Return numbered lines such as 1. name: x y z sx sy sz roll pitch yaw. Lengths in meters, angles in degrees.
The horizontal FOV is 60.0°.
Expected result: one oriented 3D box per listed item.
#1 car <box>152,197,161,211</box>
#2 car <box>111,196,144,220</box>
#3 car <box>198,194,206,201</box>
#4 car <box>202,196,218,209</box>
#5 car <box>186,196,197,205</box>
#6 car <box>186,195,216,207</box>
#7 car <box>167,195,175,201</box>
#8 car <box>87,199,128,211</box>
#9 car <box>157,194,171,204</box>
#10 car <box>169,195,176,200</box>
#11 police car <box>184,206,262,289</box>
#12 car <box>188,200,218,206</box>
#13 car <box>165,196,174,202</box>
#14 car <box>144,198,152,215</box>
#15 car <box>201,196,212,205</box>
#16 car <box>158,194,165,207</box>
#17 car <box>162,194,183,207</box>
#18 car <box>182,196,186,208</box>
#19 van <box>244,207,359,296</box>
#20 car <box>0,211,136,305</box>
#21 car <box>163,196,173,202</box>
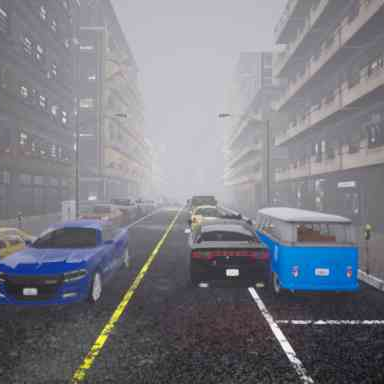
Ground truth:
1. car: -5.338 1.586 41.682 1.802 1.307 4.206 1 0 0
2. car: -5.322 1.318 25.035 2.192 1.841 5.009 1 0 0
3. car: 2.509 1.442 86.101 1.967 1.590 4.097 1 0 0
4. car: 2.539 1.445 47.258 1.967 1.590 4.097 1 0 0
5. car: -0.046 1.482 59.319 1.882 1.535 5.008 0 0 0
6. car: 0.806 1.228 25.245 2.150 2.045 5.566 0 0 0
7. car: -5.373 1.584 86.074 1.802 1.307 4.206 1 0 0
8. car: -5.319 1.443 19.486 1.967 1.590 4.097 1 0 0
9. car: -5.352 1.319 63.878 2.192 1.841 5.009 1 0 0
10. car: -5.377 1.583 91.623 1.802 1.307 4.206 1 0 0
11. police car: 0.819 1.427 9.323 1.930 1.638 5.238 0 0 0
12. car: 0.811 1.458 19.404 1.801 1.575 5.366 0 0 0
13. car: -5.368 1.568 80.525 1.947 1.339 4.313 1 0 0
14. car: -5.326 1.319 30.584 2.192 1.841 5.009 1 0 0
15. car: 2.530 1.530 58.526 1.752 1.417 4.829 1 0 0
16. car: -5.346 1.530 52.610 1.752 1.417 4.829 1 0 0
17. car: -2.884 1.496 50.546 2.128 1.511 4.902 0 0 0
18. car: -0.021 1.552 45.789 2.033 1.411 5.357 0 0 0
19. van: 2.571 1.342 8.414 1.690 1.788 3.998 1 0 0
20. car: -2.855 1.479 8.362 1.882 1.535 5.008 0 0 0
21. car: -5.364 1.554 74.976 2.008 1.369 4.403 1 0 0
